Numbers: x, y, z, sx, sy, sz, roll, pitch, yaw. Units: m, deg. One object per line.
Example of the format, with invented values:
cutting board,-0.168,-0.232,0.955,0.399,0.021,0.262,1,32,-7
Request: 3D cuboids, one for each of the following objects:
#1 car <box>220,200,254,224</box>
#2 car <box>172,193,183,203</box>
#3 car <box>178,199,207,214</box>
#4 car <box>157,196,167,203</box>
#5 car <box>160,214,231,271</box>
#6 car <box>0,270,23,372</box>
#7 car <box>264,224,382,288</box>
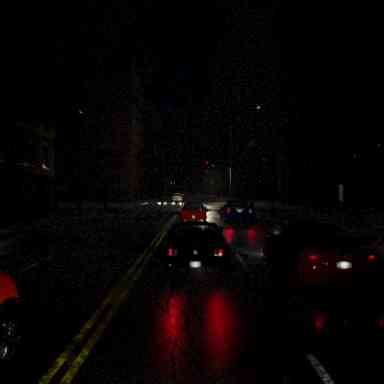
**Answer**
car,3.343,1.375,25.443,2.097,1.767,4.553,0,0,0
car,-3.269,1.307,73.854,2.150,2.045,5.566,0,0,0
car,0.095,1.498,24.397,1.882,1.535,5.008,0,0,0
car,-6.519,1.634,73.883,1.994,1.385,4.181,0,0,0
car,0.097,1.610,10.935,1.895,1.301,4.718,0,0,0
car,-3.352,1.354,2.613,2.097,1.767,4.553,0,0,0
car,3.347,1.573,9.322,1.994,1.385,4.181,0,0,0
